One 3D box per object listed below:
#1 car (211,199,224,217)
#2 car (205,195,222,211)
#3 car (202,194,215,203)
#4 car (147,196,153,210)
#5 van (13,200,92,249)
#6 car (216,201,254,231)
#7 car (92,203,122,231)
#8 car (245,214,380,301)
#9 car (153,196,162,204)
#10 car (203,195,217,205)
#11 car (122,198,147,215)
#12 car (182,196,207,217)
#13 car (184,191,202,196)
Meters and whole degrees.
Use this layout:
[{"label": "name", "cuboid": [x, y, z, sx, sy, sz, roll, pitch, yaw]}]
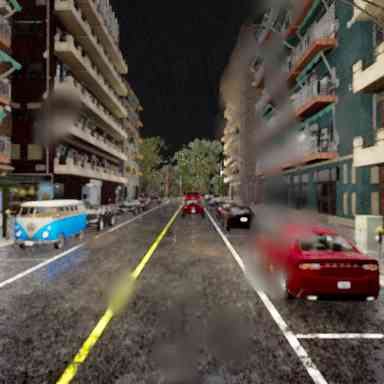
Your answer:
[{"label": "car", "cuboid": [2.675, 1.411, 24.800, 1.802, 1.307, 4.206, 1, 0, 0]}, {"label": "car", "cuboid": [2.679, 1.303, 35.941, 2.008, 1.369, 4.403, 1, 0, 0]}, {"label": "car", "cuboid": [2.856, 1.150, 58.225, 2.008, 1.369, 4.403, 1, 0, 0]}, {"label": "car", "cuboid": [-5.669, 1.334, 35.983, 1.802, 1.307, 4.206, 1, 0, 0]}, {"label": "van", "cuboid": [-5.672, 1.246, 13.698, 1.690, 1.788, 3.998, 1, 0, 0]}, {"label": "car", "cuboid": [2.674, 1.433, 19.228, 1.947, 1.339, 4.313, 1, 0, 0]}, {"label": "car", "cuboid": [-5.673, 1.418, 19.269, 2.008, 1.369, 4.403, 1, 0, 0]}, {"label": "car", "cuboid": [2.683, 1.488, 8.086, 1.887, 1.381, 4.507, 1, 0, 0]}, {"label": "car", "cuboid": [-5.752, 1.217, 53.100, 1.802, 1.307, 4.206, 1, 0, 0]}, {"label": "car", "cuboid": [2.854, 1.188, 52.654, 2.008, 1.369, 4.403, 1, 0, 0]}, {"label": "car", "cuboid": [-5.670, 1.341, 30.413, 2.008, 1.369, 4.403, 1, 0, 0]}, {"label": "car", "cuboid": [0.111, 1.328, 28.655, 1.812, 1.442, 4.674, 0, 0, 0]}, {"label": "car", "cuboid": [0.111, 0.912, 44.294, 2.150, 2.045, 5.566, 0, 0, 0]}]
